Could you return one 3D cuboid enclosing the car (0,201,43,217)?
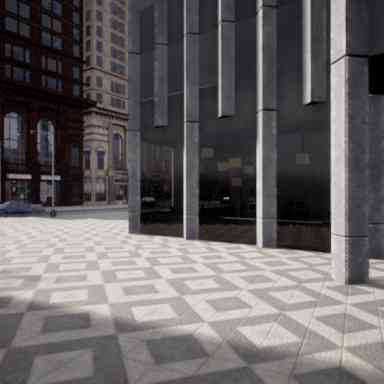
[{"bbox_3d":[-17.087,1.590,31.779,2.033,1.411,5.357,0,0,36],"label":"car"}]
